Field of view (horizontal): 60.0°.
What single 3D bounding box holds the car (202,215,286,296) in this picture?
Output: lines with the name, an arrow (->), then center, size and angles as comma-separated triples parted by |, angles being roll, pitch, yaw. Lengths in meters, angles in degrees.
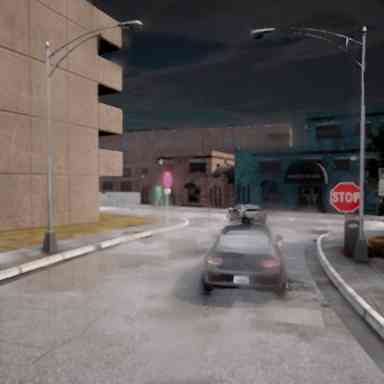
car -> 1.422, 1.582, 8.816 | 1.812, 1.442, 4.674 | 0, 0, 11

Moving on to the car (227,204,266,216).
car -> 4.119, 1.647, 25.654 | 2.128, 1.511, 4.902 | 1, 0, -10
